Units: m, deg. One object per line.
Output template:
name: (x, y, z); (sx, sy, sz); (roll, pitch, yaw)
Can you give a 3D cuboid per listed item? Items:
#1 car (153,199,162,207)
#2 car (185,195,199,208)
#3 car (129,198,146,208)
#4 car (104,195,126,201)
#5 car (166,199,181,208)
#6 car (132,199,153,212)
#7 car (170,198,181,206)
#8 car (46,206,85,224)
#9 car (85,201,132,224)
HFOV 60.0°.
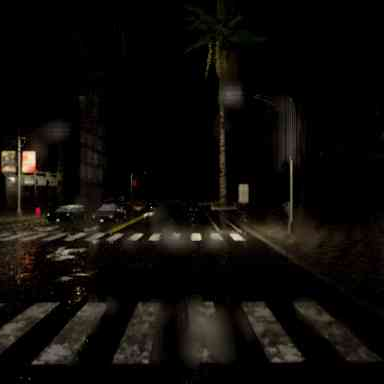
car: (-6.458, 1.973, 59.732); (1.837, 1.490, 4.892); (0, 0, 0)
car: (0.038, 1.593, 55.171); (2.150, 2.045, 5.566); (0, 0, 0)
car: (-9.708, 1.941, 59.734); (2.128, 1.511, 4.902); (0, 0, 0)
car: (-9.803, 1.490, 42.597); (2.150, 2.045, 5.566); (0, 1, 0)
car: (-3.211, 1.938, 55.557); (1.994, 1.385, 4.181); (0, 0, 0)
car: (-6.553, 1.805, 42.967); (1.812, 1.442, 4.674); (0, 0, 0)
car: (-3.204, 2.007, 65.562); (2.033, 1.411, 5.357); (0, 0, 0)
car: (-9.829, 1.768, 26.608); (1.895, 1.301, 4.718); (0, 0, 0)
car: (-6.579, 1.717, 26.913); (2.033, 1.411, 5.357); (0, 0, 0)
